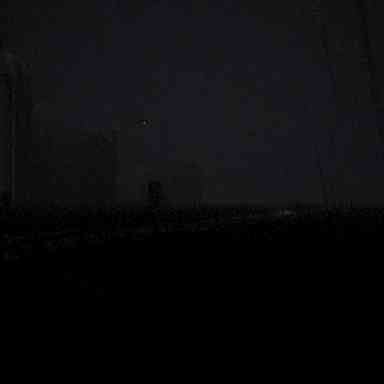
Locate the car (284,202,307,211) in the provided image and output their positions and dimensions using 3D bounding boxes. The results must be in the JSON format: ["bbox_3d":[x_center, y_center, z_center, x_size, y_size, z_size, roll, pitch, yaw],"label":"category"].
[{"bbox_3d":[15.312,2.093,49.123,1.895,1.301,4.718,1,0,36],"label":"car"}]
